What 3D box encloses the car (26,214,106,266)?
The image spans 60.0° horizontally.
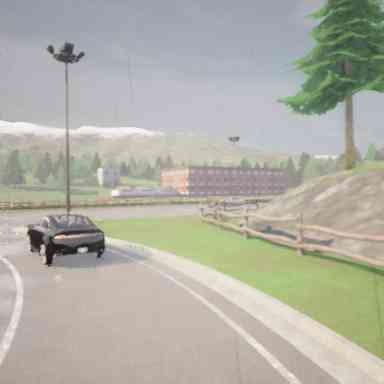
[{"bbox_3d":[-4.676,1.547,11.999,2.128,1.511,4.902,0,0,-35],"label":"car"}]

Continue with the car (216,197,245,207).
[{"bbox_3d":[5.795,1.432,49.811,4.674,1.442,1.812,-1,0,-31],"label":"car"}]
